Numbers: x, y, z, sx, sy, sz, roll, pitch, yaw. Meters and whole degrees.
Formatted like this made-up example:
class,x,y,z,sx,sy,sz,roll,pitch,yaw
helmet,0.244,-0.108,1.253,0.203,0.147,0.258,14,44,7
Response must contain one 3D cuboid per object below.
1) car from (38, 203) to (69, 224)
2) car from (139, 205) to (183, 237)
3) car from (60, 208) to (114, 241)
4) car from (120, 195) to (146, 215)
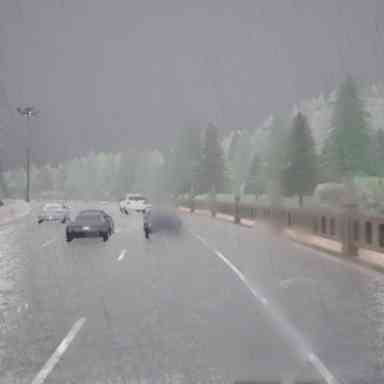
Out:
class,x,y,z,sx,sy,sz,roll,pitch,yaw
car,-10.609,1.607,25.745,1.812,1.442,4.674,0,0,-15
car,-1.734,1.639,18.257,1.895,1.301,4.718,0,0,-10
car,-5.109,1.611,17.033,1.994,1.385,4.181,0,0,-10
car,-6.455,1.307,36.013,2.150,2.045,5.566,0,0,-19
